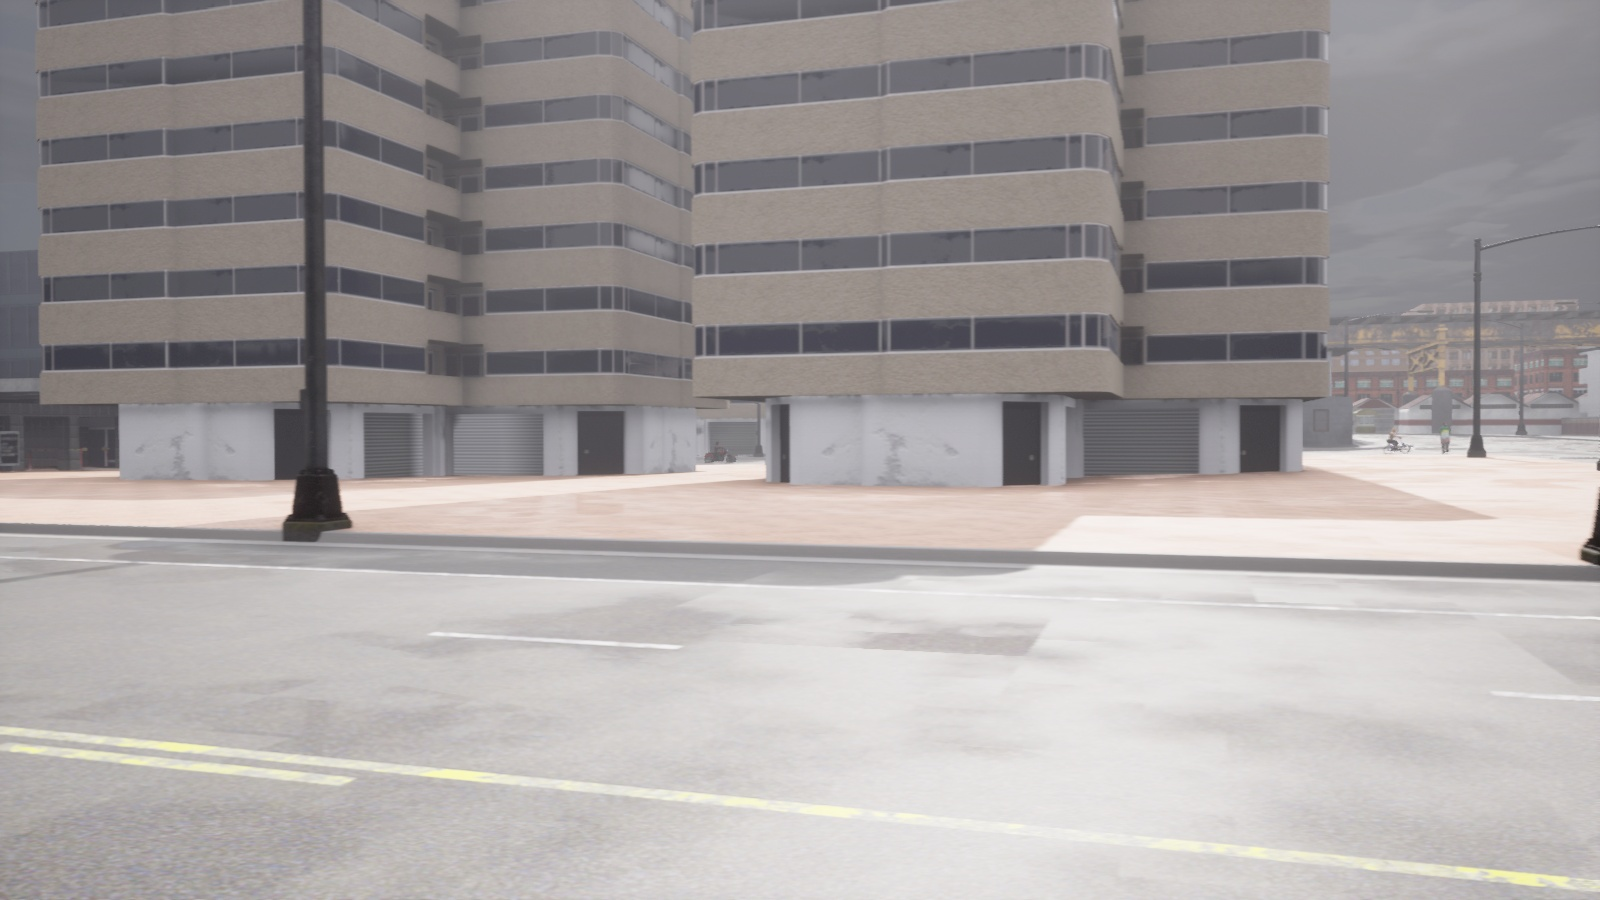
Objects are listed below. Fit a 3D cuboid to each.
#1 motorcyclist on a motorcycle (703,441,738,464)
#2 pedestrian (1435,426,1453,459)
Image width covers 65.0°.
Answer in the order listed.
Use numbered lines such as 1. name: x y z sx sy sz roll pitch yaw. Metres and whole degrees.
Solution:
1. motorcyclist on a motorcycle: -5.647 0.162 89.111 2.350 1.649 0.766 0 1 17
2. pedestrian: 39.185 -0.465 76.410 0.659 1.952 0.873 0 1 7
